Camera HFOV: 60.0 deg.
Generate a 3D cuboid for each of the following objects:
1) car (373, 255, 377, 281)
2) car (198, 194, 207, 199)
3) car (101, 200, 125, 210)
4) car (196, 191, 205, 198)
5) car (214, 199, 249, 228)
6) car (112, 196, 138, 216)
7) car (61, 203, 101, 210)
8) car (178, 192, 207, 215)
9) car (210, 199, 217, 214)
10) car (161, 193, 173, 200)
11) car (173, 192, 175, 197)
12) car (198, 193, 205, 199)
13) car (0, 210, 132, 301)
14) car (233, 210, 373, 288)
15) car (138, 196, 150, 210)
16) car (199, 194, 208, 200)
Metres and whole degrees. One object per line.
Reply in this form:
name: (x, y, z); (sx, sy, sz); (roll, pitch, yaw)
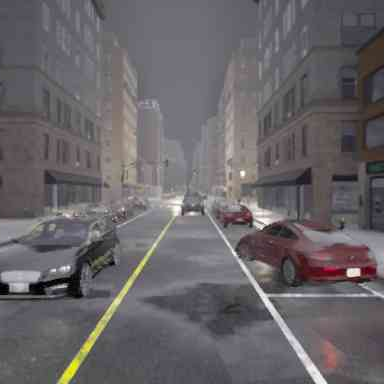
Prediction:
car: (3.113, 1.341, 1.464); (2.097, 1.767, 4.553); (0, 0, 0)
car: (2.495, 1.087, 81.290); (1.947, 1.339, 4.313); (0, 0, -1)
car: (-5.849, 1.409, 20.867); (2.008, 1.369, 4.403); (0, 0, 0)
car: (2.392, 0.791, 92.303); (2.192, 1.841, 5.009); (0, 0, -1)
car: (2.679, 1.403, 20.874); (1.887, 1.381, 4.507); (0, 0, 0)
car: (-5.847, 1.264, 26.358); (1.967, 1.590, 4.097); (0, 0, 0)
car: (-5.849, 1.421, 15.204); (1.752, 1.417, 4.829); (0, 0, 0)
car: (0.087, 1.147, 30.828); (2.097, 1.767, 4.553); (0, 0, 0)
car: (2.678, 1.368, 26.366); (1.887, 1.381, 4.507); (0, 0, 0)
car: (-5.978, 1.097, 75.707); (2.008, 1.369, 4.403); (0, 0, -1)
car: (-6.082, 1.042, 86.722); (1.887, 1.381, 4.507); (0, 0, -1)
car: (2.442, 1.022, 86.967); (1.752, 1.417, 4.829); (0, 0, -1)
car: (-3.100, 1.432, 8.405); (2.128, 1.511, 4.902); (0, 0, 0)
car: (2.837, 1.462, 9.062); (1.812, 1.442, 4.674); (0, 0, -12)
car: (-5.847, 1.197, 37.345); (1.967, 1.590, 4.097); (0, 0, 0)
car: (2.547, 1.090, 75.783); (1.887, 1.381, 4.507); (0, 0, -1)
